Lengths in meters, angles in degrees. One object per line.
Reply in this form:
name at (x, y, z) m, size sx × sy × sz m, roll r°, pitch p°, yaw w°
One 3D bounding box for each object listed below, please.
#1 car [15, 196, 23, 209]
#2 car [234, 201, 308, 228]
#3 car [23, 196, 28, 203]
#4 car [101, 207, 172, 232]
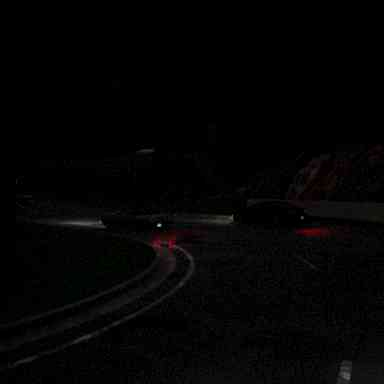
car at (-24.546, 1.533, 44.853) m, size 2.033 × 1.411 × 5.357 m, roll -1°, pitch 0°, yaw -32°
car at (4.732, 1.304, 20.769) m, size 1.882 × 1.535 × 5.008 m, roll 0°, pitch 0°, yaw -37°
car at (-32.758, 1.510, 63.900) m, size 1.994 × 1.385 × 4.181 m, roll -1°, pitch 0°, yaw -33°
car at (-3.409, 1.519, 19.621) m, size 4.718 × 1.301 × 1.895 m, roll 0°, pitch 0°, yaw 43°
